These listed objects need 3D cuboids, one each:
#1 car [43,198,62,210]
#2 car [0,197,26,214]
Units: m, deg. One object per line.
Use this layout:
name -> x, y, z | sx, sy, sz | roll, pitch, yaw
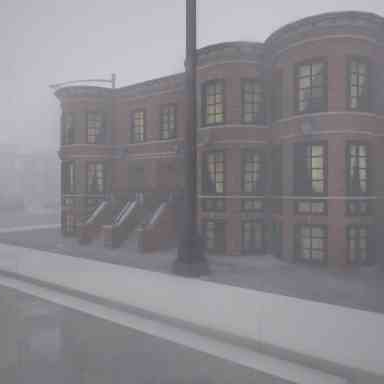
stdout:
car -> -16.920, 1.476, 43.425 | 1.882, 1.535, 5.008 | 0, 0, 35
car -> -19.492, 1.352, 33.798 | 2.097, 1.767, 4.553 | 0, 0, 35
